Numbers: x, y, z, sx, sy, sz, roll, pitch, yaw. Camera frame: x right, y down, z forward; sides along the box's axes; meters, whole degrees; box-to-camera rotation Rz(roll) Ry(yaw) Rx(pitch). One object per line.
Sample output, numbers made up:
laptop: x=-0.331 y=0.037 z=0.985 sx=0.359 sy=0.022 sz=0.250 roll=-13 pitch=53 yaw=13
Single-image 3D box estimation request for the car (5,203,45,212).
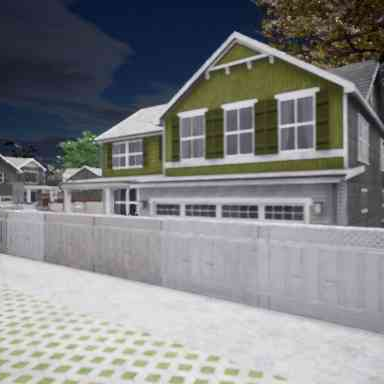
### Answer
car: x=-14.722 y=1.713 z=28.454 sx=2.128 sy=1.511 sz=4.902 roll=-1 pitch=-1 yaw=17
